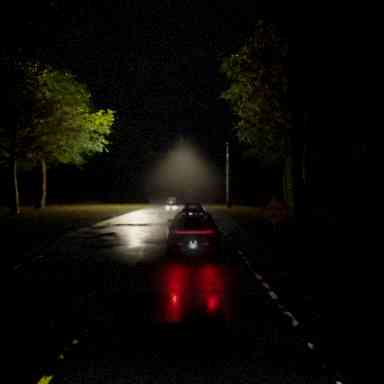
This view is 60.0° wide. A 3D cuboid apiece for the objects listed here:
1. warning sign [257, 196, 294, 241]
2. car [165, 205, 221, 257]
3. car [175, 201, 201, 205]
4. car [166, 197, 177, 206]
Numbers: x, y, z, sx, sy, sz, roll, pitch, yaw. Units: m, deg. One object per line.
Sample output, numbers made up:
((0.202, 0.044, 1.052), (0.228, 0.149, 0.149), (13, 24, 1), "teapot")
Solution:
((3.560, 1.107, 14.306), (1.300, 1.860, 1.060), (-1, -1, 0), "warning sign")
((0.059, 1.482, 12.828), (2.128, 1.511, 4.902), (0, 0, 1), "car")
((0.058, 1.560, 25.748), (2.033, 1.411, 5.357), (0, 0, 0), "car")
((-3.476, 1.650, 57.359), (2.128, 1.511, 4.902), (0, 0, 1), "car")
